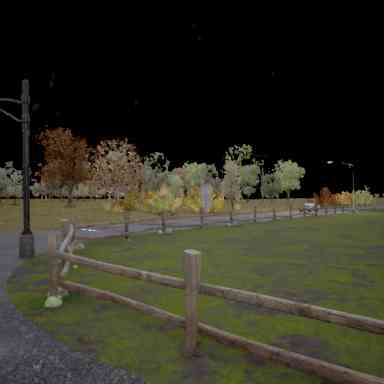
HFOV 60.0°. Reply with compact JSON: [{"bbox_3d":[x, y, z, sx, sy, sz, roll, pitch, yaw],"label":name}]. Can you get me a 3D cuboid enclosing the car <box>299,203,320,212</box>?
[{"bbox_3d":[18.813,2.449,53.015,2.033,1.411,5.357,-1,-2,40],"label":"car"}]
